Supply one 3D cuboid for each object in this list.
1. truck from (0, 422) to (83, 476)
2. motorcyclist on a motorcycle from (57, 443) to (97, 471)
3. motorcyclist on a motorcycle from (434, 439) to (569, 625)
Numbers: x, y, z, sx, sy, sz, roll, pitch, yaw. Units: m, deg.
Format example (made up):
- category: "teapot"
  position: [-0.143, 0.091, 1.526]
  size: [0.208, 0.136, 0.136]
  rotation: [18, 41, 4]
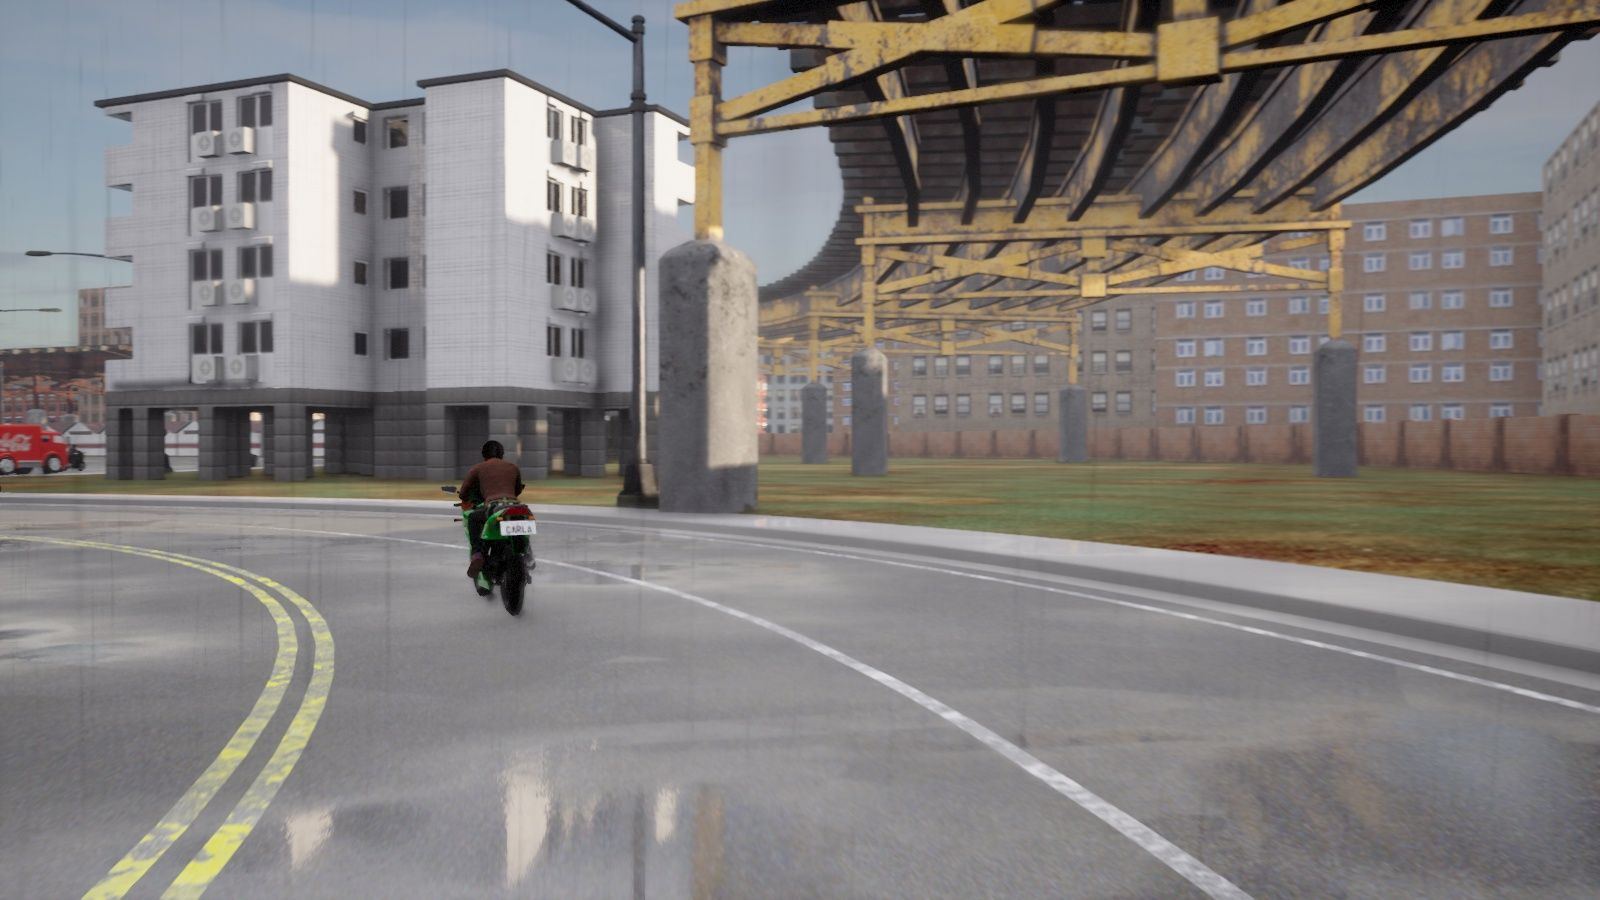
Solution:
- category: "truck"
  position: [-37.843, -0.061, 60.600]
  size: [2.627, 2.467, 5.204]
  rotation: [0, 0, 17]
- category: "motorcyclist on a motorcycle"
  position: [-39.651, 0.362, 68.886]
  size: [0.797, 1.523, 2.044]
  rotation: [0, 0, 8]
- category: "motorcyclist on a motorcycle"
  position: [-2.759, 0.666, 11.426]
  size: [0.797, 1.523, 2.044]
  rotation: [-1, 1, -24]
